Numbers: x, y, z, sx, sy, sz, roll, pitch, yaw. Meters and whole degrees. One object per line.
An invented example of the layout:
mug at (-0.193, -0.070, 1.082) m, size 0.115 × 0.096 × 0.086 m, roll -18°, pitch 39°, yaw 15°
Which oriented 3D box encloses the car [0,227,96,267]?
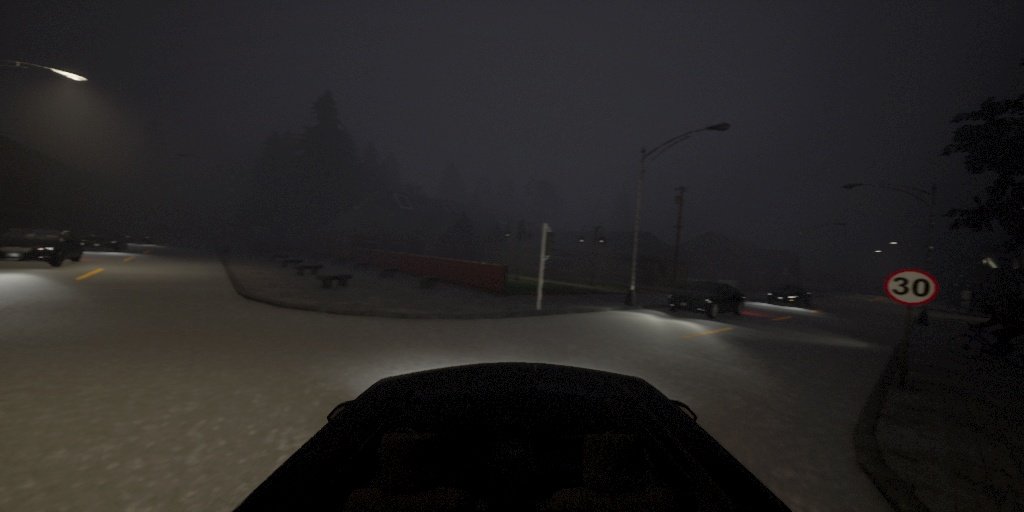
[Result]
car at (-19.722, -0.444, 14.961) m, size 2.128 × 1.511 × 4.902 m, roll 5°, pitch 0°, yaw -40°

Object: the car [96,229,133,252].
car at (-28.067, -1.135, 24.757) m, size 1.812 × 1.442 × 4.674 m, roll 5°, pitch 1°, yaw -40°

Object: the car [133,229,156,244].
car at (-38.439, -2.030, 37.099) m, size 1.812 × 1.442 × 4.674 m, roll 5°, pitch 0°, yaw -40°

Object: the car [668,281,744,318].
car at (9.262, 1.942, 16.957) m, size 5.008 × 1.535 × 1.882 m, roll 5°, pitch 0°, yaw -40°

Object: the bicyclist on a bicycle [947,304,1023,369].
bicyclist on a bicycle at (13.375, 2.179, 9.910) m, size 0.582 × 1.620 × 1.656 m, roll 5°, pitch 1°, yaw -41°

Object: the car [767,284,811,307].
car at (20.706, 2.888, 26.686) m, size 4.892 × 1.490 × 1.837 m, roll 5°, pitch 0°, yaw -40°
